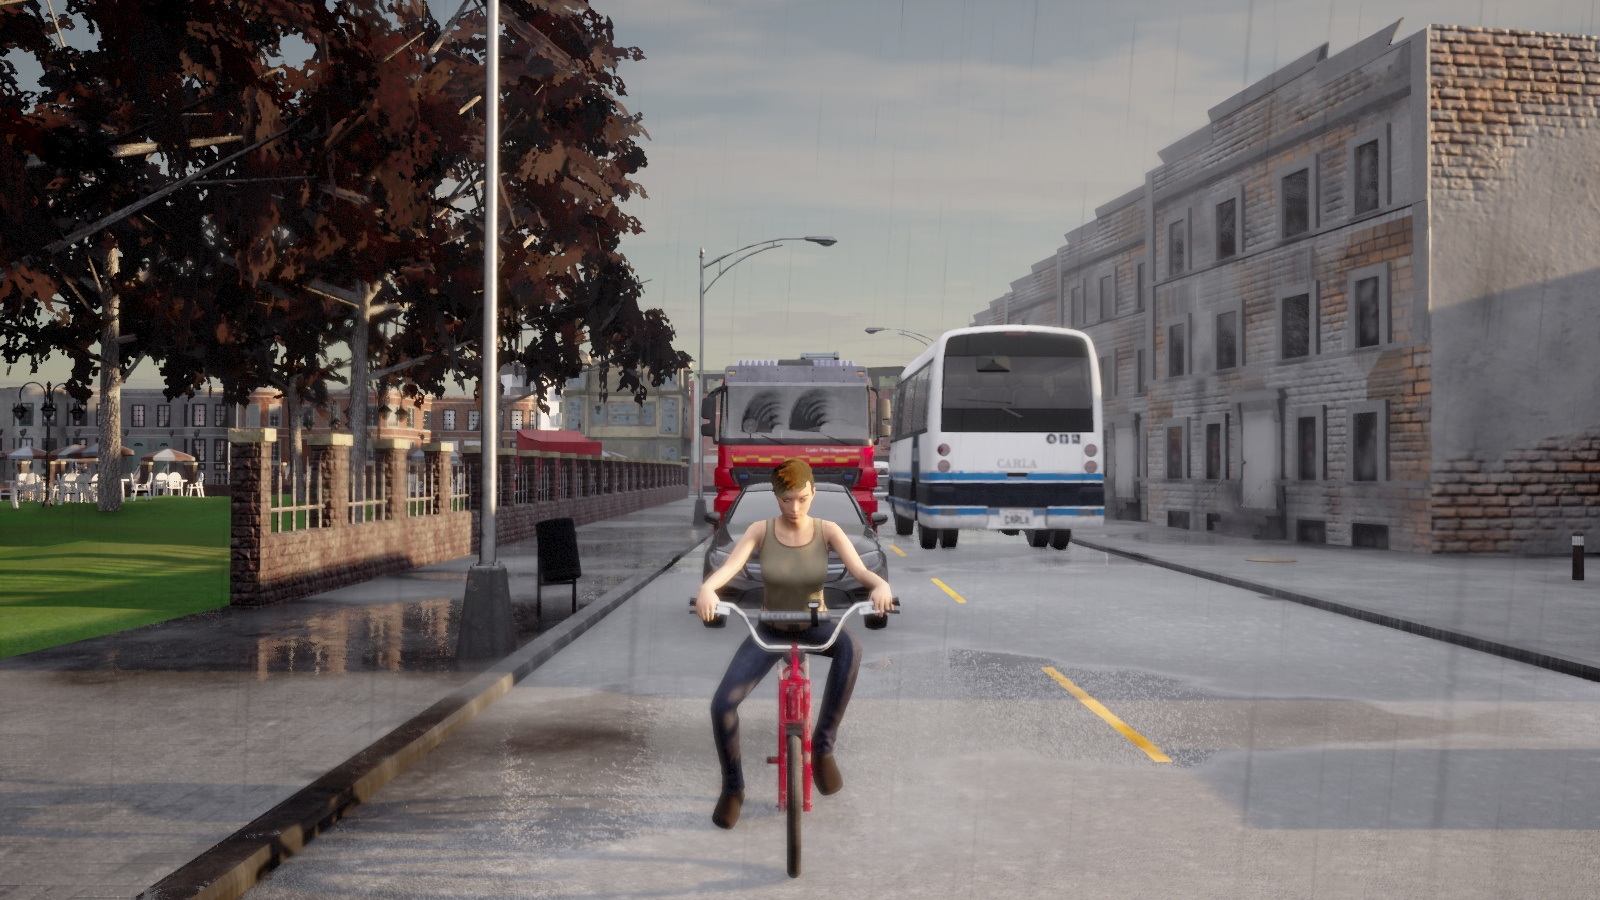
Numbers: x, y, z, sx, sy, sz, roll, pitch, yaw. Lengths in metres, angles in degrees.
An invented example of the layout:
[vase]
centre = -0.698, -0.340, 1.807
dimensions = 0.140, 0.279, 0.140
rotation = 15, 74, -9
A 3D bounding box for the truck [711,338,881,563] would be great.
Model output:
[truck]
centre = -0.086, 0.079, 25.617
dimensions = 2.891, 3.827, 8.468
rotation = 0, -1, 0

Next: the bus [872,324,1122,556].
[bus]
centre = 3.902, -0.105, 28.188
dimensions = 3.944, 4.253, 10.273
rotation = 0, -1, 0

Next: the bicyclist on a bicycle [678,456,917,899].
[bicyclist on a bicycle]
centre = -0.018, 0.841, 5.330
dimensions = 0.866, 1.612, 1.509
rotation = 0, -1, -1

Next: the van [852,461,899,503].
[van]
centre = 3.757, 1.587, 63.495
dimensions = 2.069, 2.038, 4.480
rotation = 0, -1, 0

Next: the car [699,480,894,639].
[car]
centre = -0.041, 1.076, 14.025
dimensions = 1.812, 1.442, 4.674
rotation = 0, -1, 0
